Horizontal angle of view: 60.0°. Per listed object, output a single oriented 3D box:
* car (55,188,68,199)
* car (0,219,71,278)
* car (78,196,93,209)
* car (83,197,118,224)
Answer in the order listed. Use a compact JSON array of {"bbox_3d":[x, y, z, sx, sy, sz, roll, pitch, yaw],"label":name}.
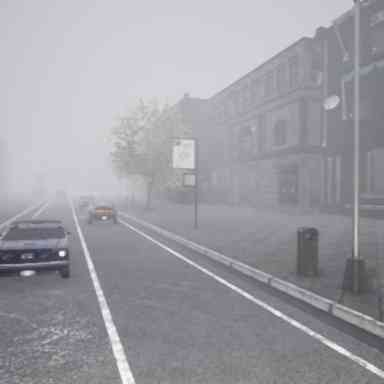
[{"bbox_3d":[-26.471,0.251,67.610,2.150,2.045,5.566,1,0,-21],"label":"car"},{"bbox_3d":[-4.507,1.518,9.628,1.895,1.301,4.718,1,0,-21],"label":"car"},{"bbox_3d":[-11.755,1.136,37.372,2.033,1.411,5.357,1,1,-20],"label":"car"},{"bbox_3d":[-6.258,1.325,22.855,1.837,1.490,4.892,1,0,-20],"label":"car"}]
